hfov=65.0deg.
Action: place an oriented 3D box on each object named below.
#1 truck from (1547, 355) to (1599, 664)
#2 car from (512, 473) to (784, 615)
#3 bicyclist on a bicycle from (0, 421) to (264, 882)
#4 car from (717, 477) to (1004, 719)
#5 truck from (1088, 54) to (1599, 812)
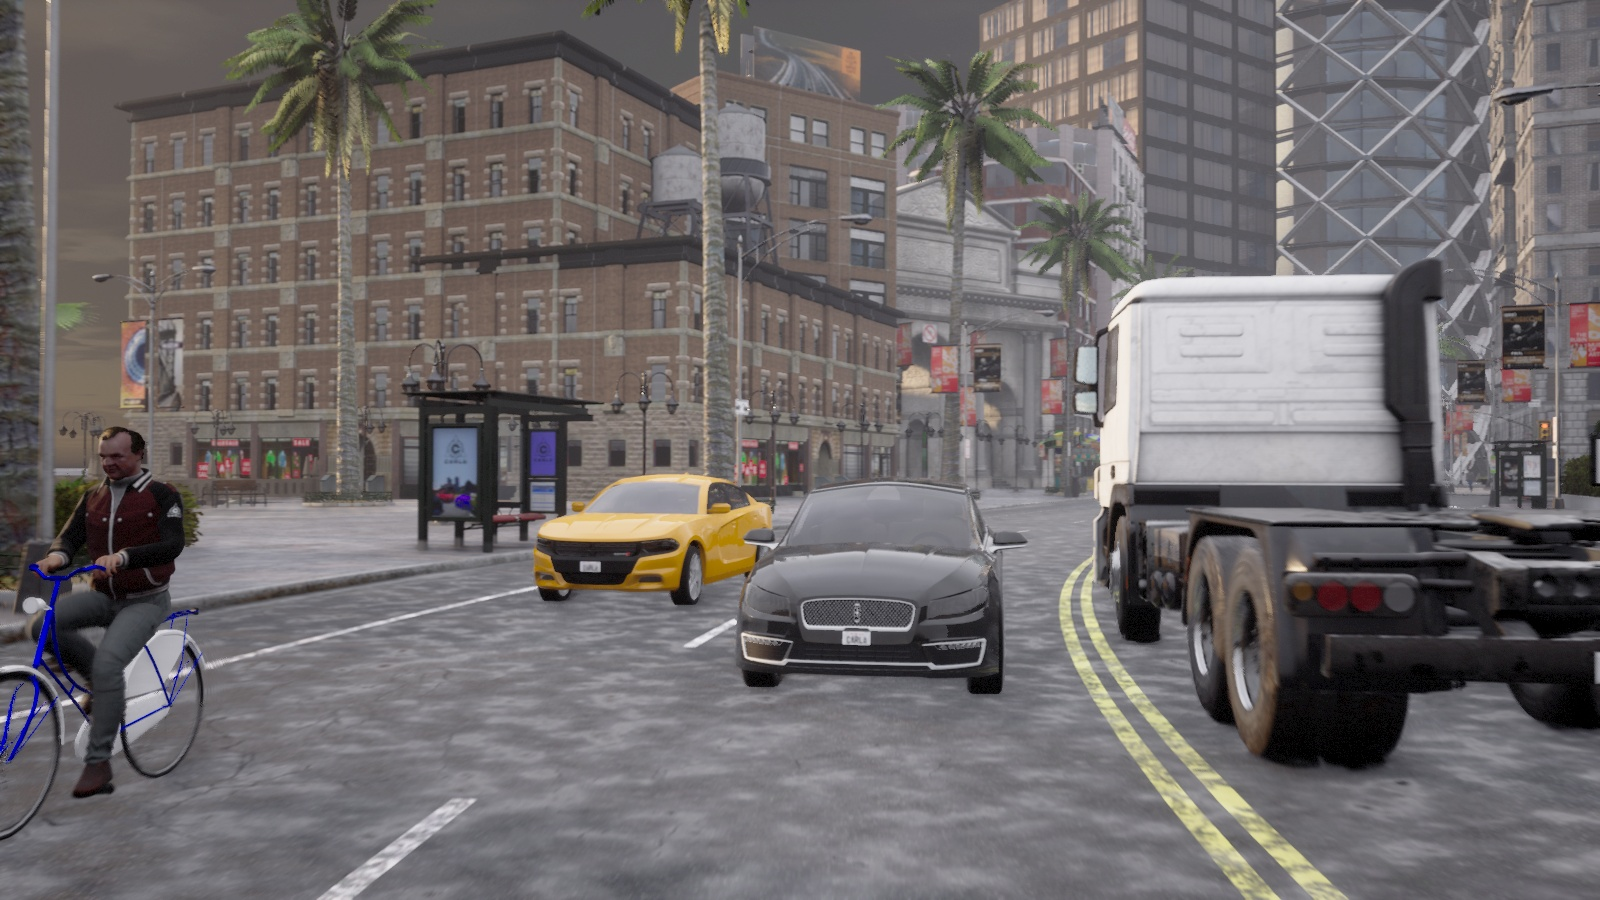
[{"bbox_3d":[7.491,0.435,8.100,2.627,2.467,5.204,0,-1,6],"label":"truck"},{"bbox_3d":[-1.734,1.072,16.294,1.882,1.535,5.008,0,-1,13],"label":"car"},{"bbox_3d":[-3.265,0.795,5.794,0.659,1.776,1.843,0,-1,5],"label":"bicyclist on a bicycle"},{"bbox_3d":[0.760,0.992,10.460,1.837,1.490,4.892,0,-1,9],"label":"car"},{"bbox_3d":[4.151,-0.021,9.669,2.891,3.462,7.936,0,-1,7],"label":"truck"}]
